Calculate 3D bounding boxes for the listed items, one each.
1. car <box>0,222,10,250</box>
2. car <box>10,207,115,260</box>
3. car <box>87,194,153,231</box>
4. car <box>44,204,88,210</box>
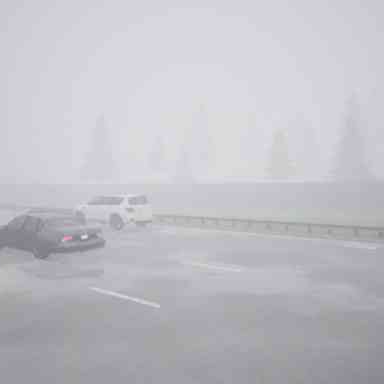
[{"bbox_3d":[-7.556,1.489,9.379,5.357,1.411,2.033,0,0,36],"label":"car"},{"bbox_3d":[-5.514,1.489,12.221,5.357,1.411,2.033,0,0,36],"label":"car"},{"bbox_3d":[-4.902,1.141,20.389,5.566,2.045,2.150,0,0,36],"label":"car"},{"bbox_3d":[-8.003,1.477,18.301,4.181,1.385,1.994,0,0,36],"label":"car"}]
